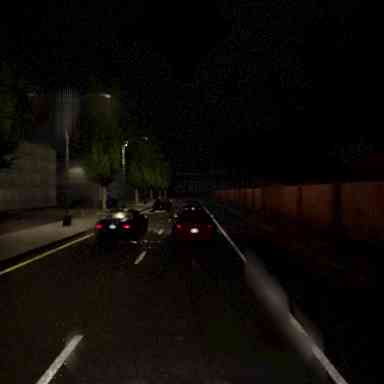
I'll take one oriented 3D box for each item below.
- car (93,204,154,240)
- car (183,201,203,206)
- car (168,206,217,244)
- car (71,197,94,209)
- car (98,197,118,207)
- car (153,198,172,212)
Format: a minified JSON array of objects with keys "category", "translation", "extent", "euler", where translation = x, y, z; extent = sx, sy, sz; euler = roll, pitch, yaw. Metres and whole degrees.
[{"category":"car","translation":[-3.399,1.538,16.761],"extent":[2.033,1.411,5.357],"euler":[0,0,0]},{"category":"car","translation":[0.100,1.530,31.692],"extent":[2.033,1.411,5.357],"euler":[0,0,0]},{"category":"car","translation":[0.099,1.555,15.681],"extent":[1.994,1.385,4.181],"euler":[0,0,0]},{"category":"car","translation":[-15.033,1.452,45.838],"extent":[1.882,1.535,5.008],"euler":[0,0,1]},{"category":"car","translation":[-11.533,1.452,45.841],"extent":[1.882,1.535,5.008],"euler":[0,0,1]},{"category":"car","translation":[-3.402,1.456,38.748],"extent":[1.882,1.535,5.008],"euler":[0,0,0]}]
